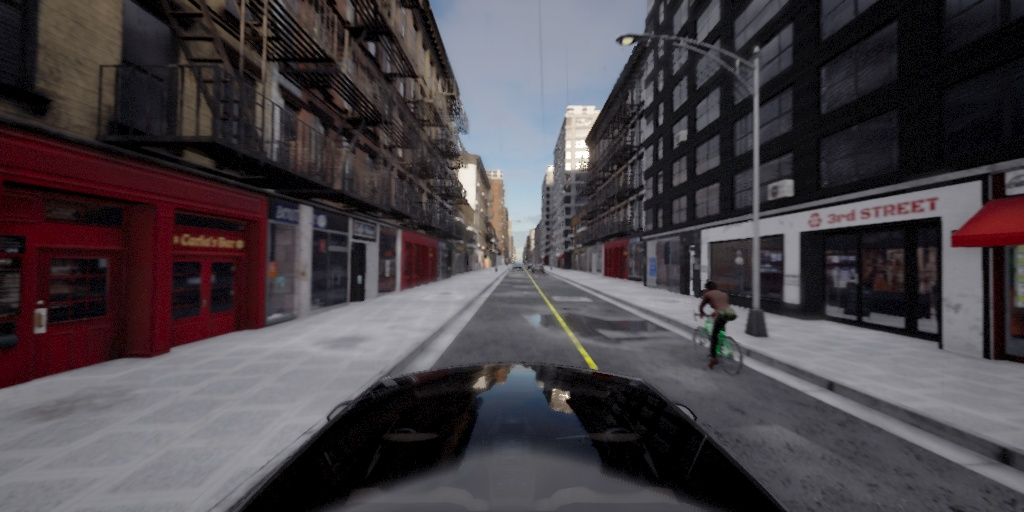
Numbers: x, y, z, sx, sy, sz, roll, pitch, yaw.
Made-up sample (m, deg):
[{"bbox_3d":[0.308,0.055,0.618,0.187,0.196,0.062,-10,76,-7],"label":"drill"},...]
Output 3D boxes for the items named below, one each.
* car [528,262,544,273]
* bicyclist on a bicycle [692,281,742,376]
[{"bbox_3d":[3.982,1.866,55.910,2.128,1.511,4.902,1,0,1],"label":"car"},{"bbox_3d":[3.864,1.317,6.819,0.582,1.620,1.656,1,-1,1],"label":"bicyclist on a bicycle"}]
